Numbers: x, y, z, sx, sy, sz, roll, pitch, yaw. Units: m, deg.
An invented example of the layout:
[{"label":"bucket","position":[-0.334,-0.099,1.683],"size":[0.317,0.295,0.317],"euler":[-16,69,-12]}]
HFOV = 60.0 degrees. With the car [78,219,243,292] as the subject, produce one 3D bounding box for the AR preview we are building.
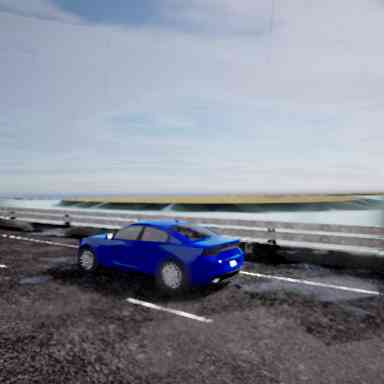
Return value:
[{"label":"car","position":[-1.069,1.489,9.072],"size":[5.008,1.535,1.882],"euler":[0,0,36]}]
